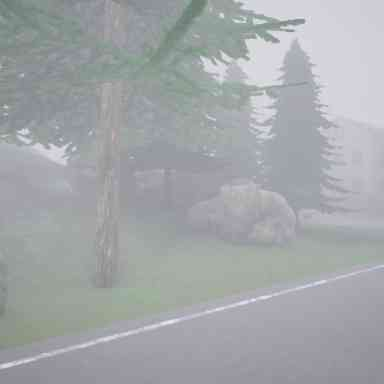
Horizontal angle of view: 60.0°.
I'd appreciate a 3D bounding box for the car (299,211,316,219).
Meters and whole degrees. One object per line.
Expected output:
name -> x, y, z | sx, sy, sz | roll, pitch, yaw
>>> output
car -> 8.049, 1.249, 29.181 | 2.150, 2.045, 5.566 | 0, 0, -35
